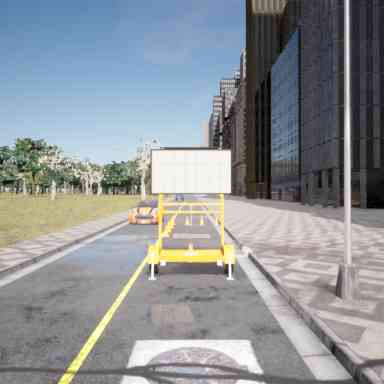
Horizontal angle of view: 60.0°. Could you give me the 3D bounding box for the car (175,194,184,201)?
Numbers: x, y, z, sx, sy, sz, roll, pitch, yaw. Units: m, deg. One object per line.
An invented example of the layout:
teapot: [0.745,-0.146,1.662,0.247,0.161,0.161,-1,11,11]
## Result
car: [-3.176,1.255,85.668,2.150,2.045,5.566,0,0,0]

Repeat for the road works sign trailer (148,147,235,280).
road works sign trailer: [-0.020,0.466,9.933,2.380,3.560,2.880,0,0,0]

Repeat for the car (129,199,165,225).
car: [-3.150,1.359,23.969,2.097,1.767,4.553,0,0,0]
